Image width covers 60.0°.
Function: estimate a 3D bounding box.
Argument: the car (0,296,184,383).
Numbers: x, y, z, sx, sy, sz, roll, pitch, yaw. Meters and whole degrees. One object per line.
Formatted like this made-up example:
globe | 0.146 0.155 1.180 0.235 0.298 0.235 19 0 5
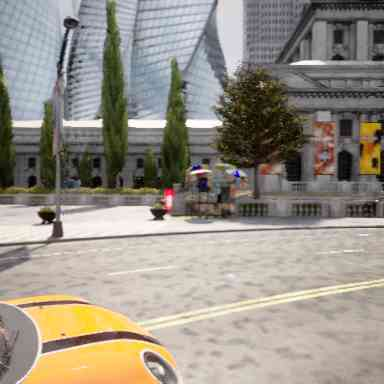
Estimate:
car | -2.197 1.313 1.977 4.553 1.767 2.097 0 1 -37
